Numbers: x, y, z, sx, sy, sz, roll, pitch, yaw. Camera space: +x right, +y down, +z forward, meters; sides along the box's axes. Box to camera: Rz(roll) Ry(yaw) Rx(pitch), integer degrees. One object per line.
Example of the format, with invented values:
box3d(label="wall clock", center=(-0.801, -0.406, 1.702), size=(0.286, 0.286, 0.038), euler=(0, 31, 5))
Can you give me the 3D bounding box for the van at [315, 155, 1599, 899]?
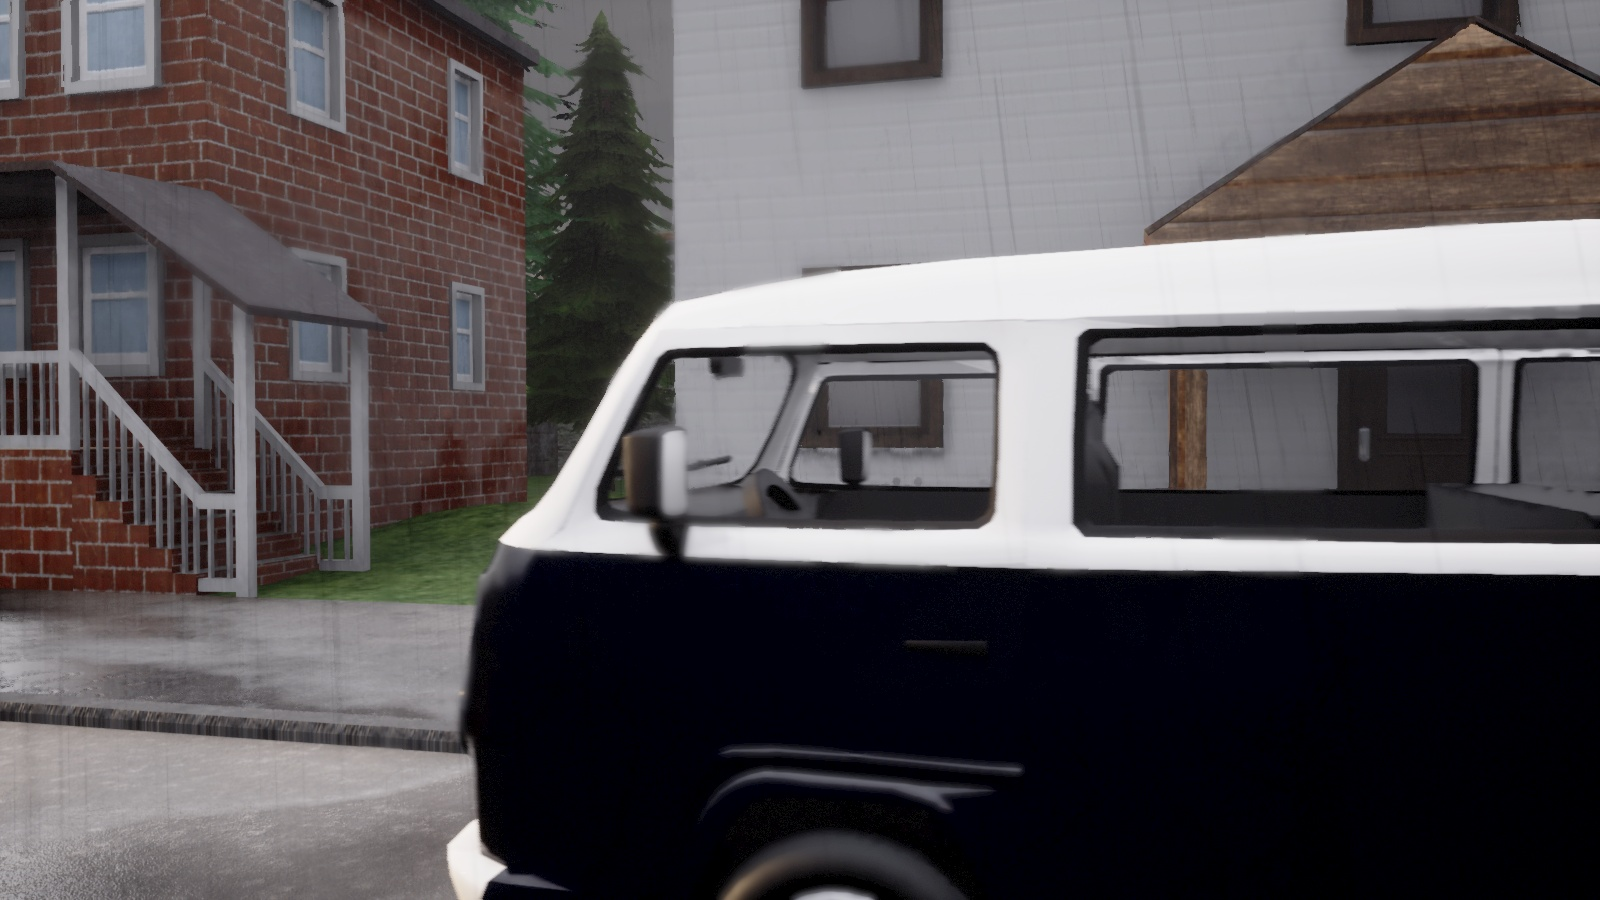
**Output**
box3d(label="van", center=(1.354, 0.504, 3.210), size=(4.480, 2.038, 2.069), euler=(0, 1, 15))
